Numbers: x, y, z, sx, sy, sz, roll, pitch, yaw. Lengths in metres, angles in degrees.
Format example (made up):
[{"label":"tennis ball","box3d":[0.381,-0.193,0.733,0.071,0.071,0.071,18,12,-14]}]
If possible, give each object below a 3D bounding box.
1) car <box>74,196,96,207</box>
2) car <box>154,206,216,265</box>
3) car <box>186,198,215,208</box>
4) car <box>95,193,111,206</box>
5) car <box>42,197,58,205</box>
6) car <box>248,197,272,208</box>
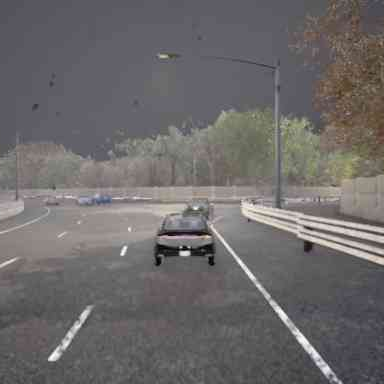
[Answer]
[{"label":"car","box3d":[-17.035,1.542,51.918,2.033,1.411,5.357,0,0,-28]},{"label":"car","box3d":[-0.249,1.478,11.596,2.128,1.511,4.902,0,0,-1]},{"label":"car","box3d":[0.689,1.315,27.877,2.097,1.767,4.553,0,0,11]},{"label":"car","box3d":[-15.261,1.206,55.829,2.150,2.045,5.566,0,0,-30]},{"label":"car","box3d":[-24.462,1.578,57.322,1.994,1.385,4.181,0,0,-33]},{"label":"car","box3d":[9.024,1.392,44.970,1.882,1.535,5.008,-1,0,40]}]
